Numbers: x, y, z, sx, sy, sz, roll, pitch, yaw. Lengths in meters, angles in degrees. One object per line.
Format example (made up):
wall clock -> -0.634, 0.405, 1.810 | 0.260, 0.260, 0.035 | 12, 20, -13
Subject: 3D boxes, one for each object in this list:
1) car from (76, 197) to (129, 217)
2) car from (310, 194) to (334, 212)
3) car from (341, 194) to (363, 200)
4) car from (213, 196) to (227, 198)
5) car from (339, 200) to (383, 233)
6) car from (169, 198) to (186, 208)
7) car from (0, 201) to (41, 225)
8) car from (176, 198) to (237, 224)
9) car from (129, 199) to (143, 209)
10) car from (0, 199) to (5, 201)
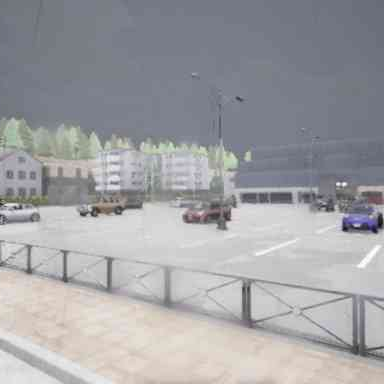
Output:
car -> -8.606, 1.364, 31.695 | 1.932, 1.855, 4.605 | -1, 0, 35
car -> 14.429, 1.179, 36.739 | 1.905, 1.878, 3.866 | -1, 0, 35
car -> 17.042, 1.169, 35.404 | 1.932, 1.855, 4.605 | -1, 0, 35
car -> 3.968, 1.390, 44.103 | 2.152, 1.636, 5.027 | -1, 0, 35
car -> 9.319, 1.351, 18.156 | 1.845, 1.501, 3.633 | -1, 0, 35
car -> -1.465, 1.536, 47.532 | 1.970, 1.475, 3.806 | -1, 0, 35
car -> -13.453, 1.627, 24.738 | 1.970, 1.475, 3.806 | -1, 0, 35
car -> 1.172, 1.434, 23.942 | 2.007, 1.523, 4.514 | -1, 0, 35
car -> -8.517, 1.639, 43.876 | 2.007, 1.523, 4.514 | -1, 0, 35
car -> -15.822, 1.377, 27.153 | 1.905, 1.878, 3.866 | -1, 0, 35
